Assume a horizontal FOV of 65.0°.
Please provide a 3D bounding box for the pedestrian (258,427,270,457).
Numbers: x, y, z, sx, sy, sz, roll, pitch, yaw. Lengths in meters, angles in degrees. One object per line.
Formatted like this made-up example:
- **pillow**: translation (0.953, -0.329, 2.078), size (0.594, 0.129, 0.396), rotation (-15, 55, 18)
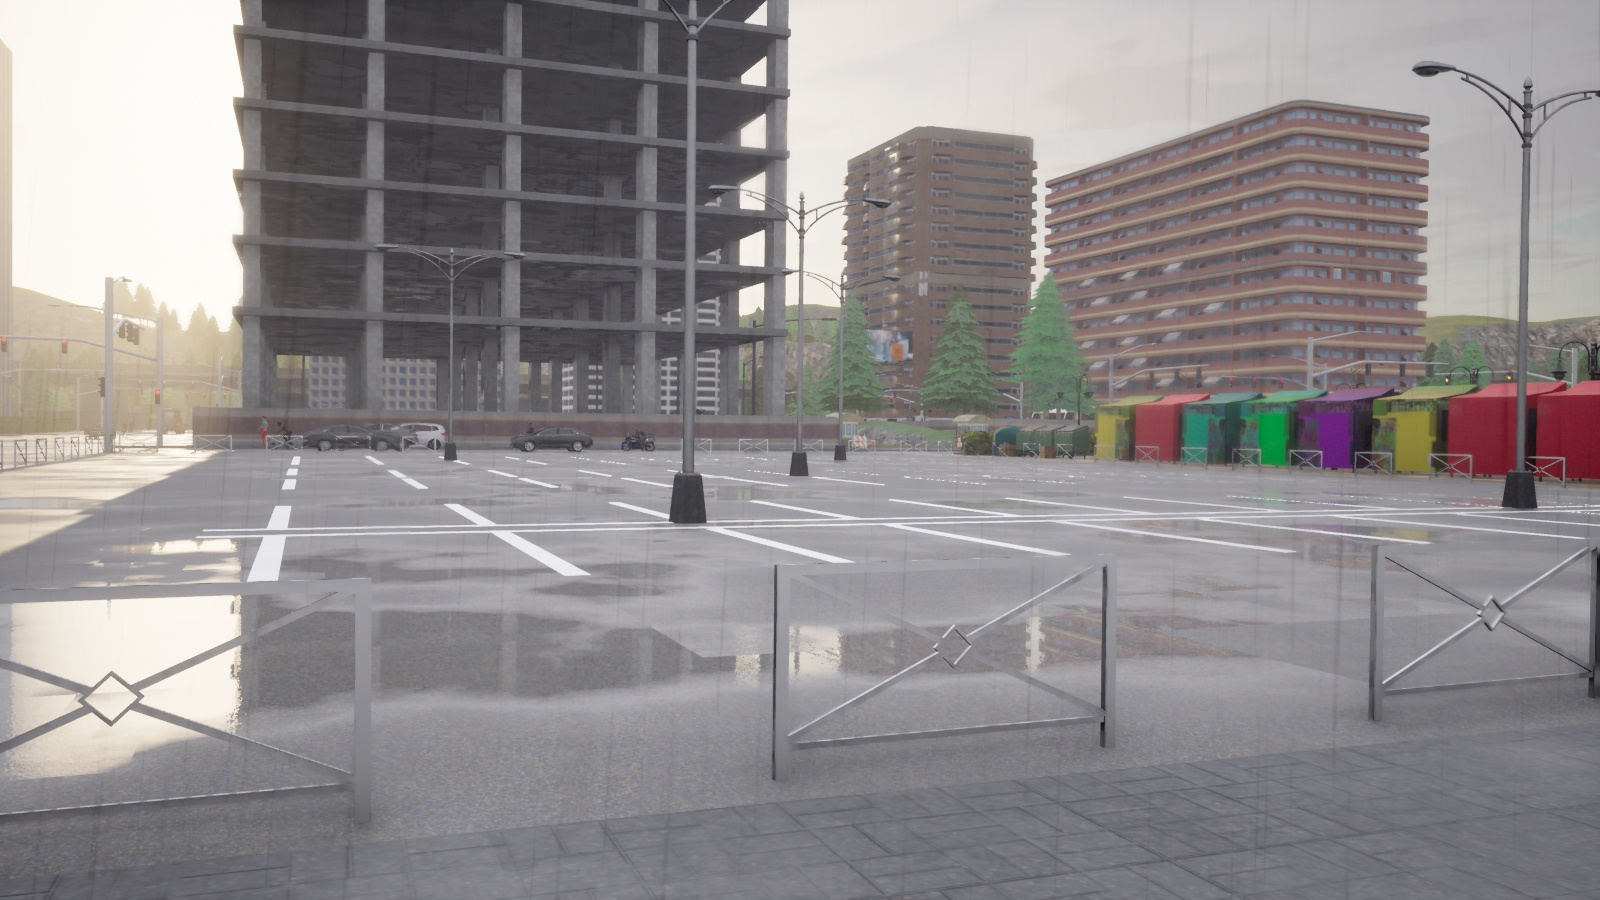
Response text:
- **pedestrian**: translation (-32.808, -0.495, 76.824), size (0.594, 1.836, 0.345), rotation (-1, 1, -35)

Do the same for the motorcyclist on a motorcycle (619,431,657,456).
- **motorcyclist on a motorcycle**: translation (-10.375, -0.419, 80.431), size (2.191, 1.530, 0.866), rotation (-1, 1, -22)

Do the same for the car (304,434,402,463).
- **car**: translation (-24.012, -0.090, 67.442), size (4.892, 1.490, 1.837), rotation (-1, 1, -22)

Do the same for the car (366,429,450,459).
- **car**: translation (-23.501, -0.382, 75.183), size (4.611, 1.667, 2.242), rotation (-1, 1, -22)

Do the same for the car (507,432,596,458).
- **car**: translation (-14.821, -0.311, 74.886), size (4.892, 1.490, 1.837), rotation (-1, 1, -22)

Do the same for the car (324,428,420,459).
- **car**: translation (-24.227, -0.374, 71.120), size (5.027, 1.651, 2.152), rotation (-1, 1, -22)
